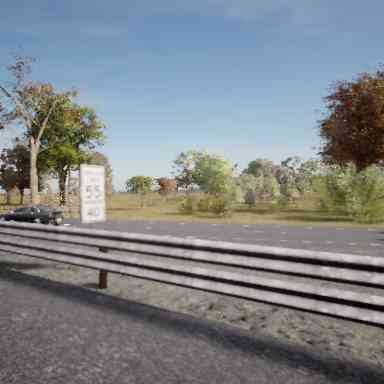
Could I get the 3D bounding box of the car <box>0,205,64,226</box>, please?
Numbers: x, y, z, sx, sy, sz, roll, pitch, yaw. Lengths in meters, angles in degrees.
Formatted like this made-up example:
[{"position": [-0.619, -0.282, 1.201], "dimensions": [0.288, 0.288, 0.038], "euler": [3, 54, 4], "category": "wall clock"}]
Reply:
[{"position": [-11.473, 1.697, 23.624], "dimensions": [4.892, 1.490, 1.837], "euler": [0, 0, 16], "category": "car"}]
